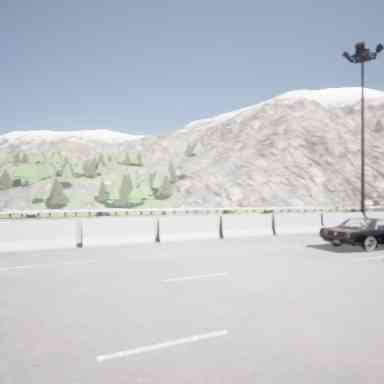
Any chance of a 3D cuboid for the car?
[{"bbox_3d":[8.069,1.787,14.649,4.718,1.301,1.895,0,-1,-22],"label":"car"}]
